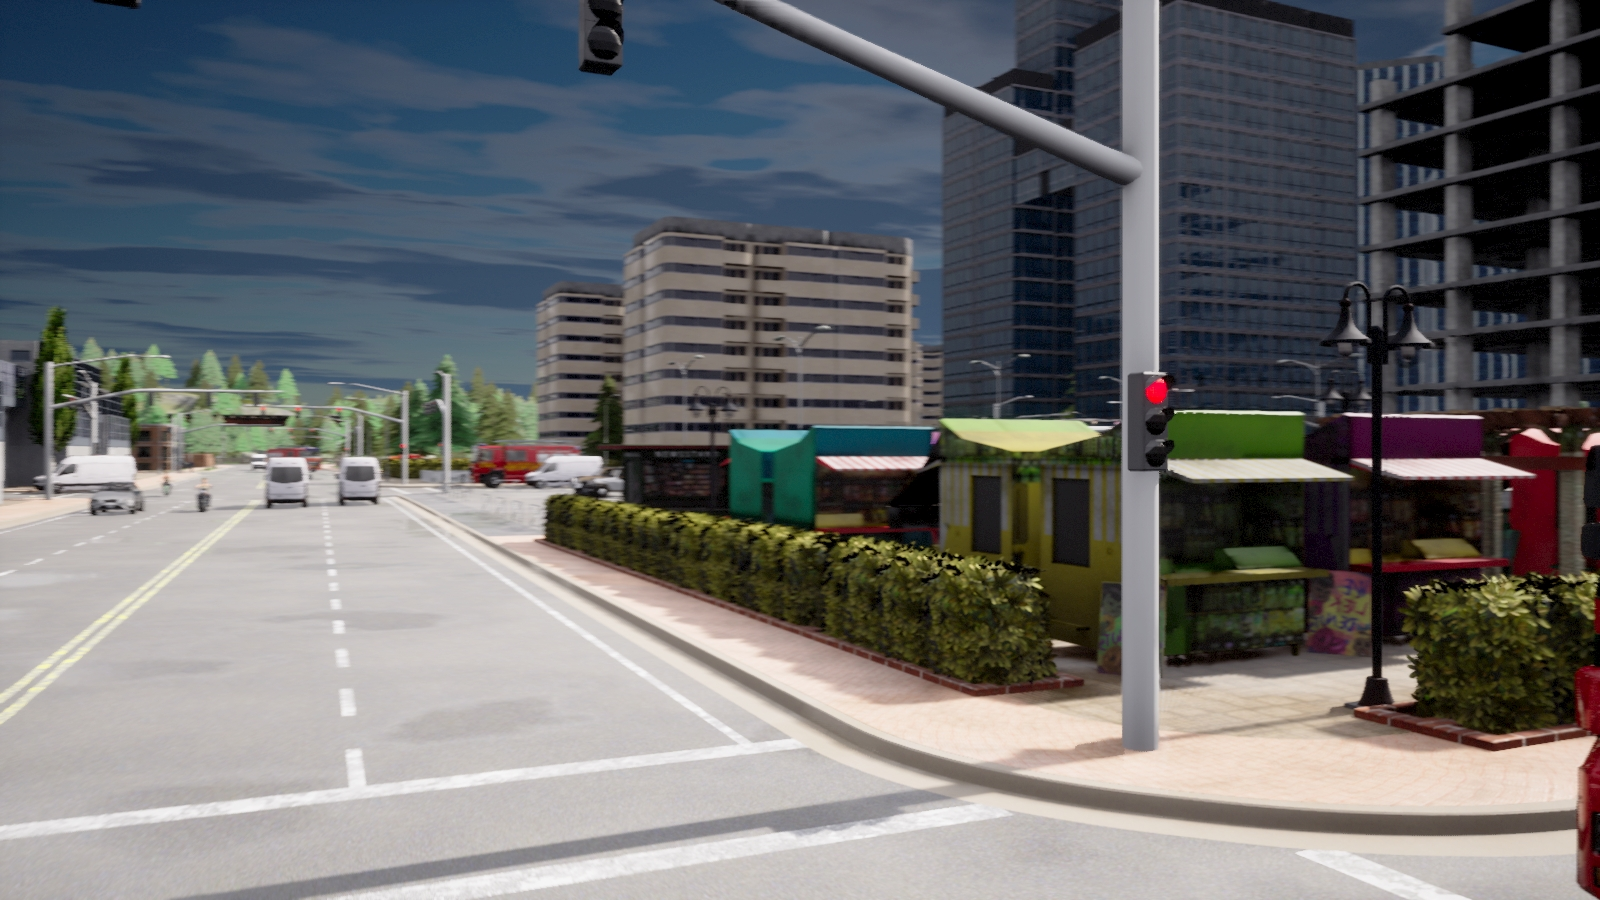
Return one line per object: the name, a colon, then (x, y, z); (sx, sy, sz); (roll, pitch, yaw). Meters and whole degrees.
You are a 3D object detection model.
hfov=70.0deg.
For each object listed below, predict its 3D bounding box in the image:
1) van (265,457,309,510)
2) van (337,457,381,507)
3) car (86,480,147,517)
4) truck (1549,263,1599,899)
van: (-26.712, 1.679, 59.599); (1.988, 2.561, 5.915); (0, 0, -23)
van: (-24.296, 1.690, 62.834); (1.988, 2.561, 5.915); (0, 0, -23)
car: (-31.256, 2.187, 52.346); (1.816, 1.474, 4.193); (0, 0, -23)
truck: (8.641, 0.918, 6.802); (8.468, 3.827, 2.891); (0, 0, -24)
